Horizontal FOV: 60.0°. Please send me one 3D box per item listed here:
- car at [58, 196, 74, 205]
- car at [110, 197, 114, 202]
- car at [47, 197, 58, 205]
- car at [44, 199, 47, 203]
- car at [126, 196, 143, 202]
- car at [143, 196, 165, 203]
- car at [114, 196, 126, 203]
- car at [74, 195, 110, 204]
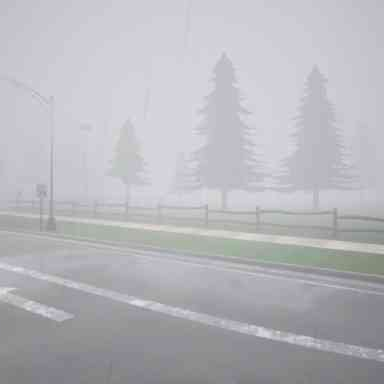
[{"bbox_3d":[-19.622,1.594,56.279,1.895,1.301,4.718,0,0,35],"label":"car"},{"bbox_3d":[-16.296,1.513,73.037,1.812,1.442,4.674,0,0,35],"label":"car"},{"bbox_3d":[-22.389,1.518,58.409,1.812,1.442,4.674,0,0,35],"label":"car"},{"bbox_3d":[-25.105,1.556,60.602,1.994,1.385,4.181,0,0,35],"label":"car"},{"bbox_3d":[-10.809,1.517,68.670,1.812,1.442,4.674,0,0,35],"label":"car"},{"bbox_3d":[-7.297,1.558,67.600,1.994,1.385,4.181,0,0,35],"label":"car"},{"bbox_3d":[-13.556,1.515,70.849,2.128,1.511,4.902,0,0,35],"label":"car"},{"bbox_3d":[-16.402,1.346,54.778,2.097,1.767,4.553,0,0,35],"label":"car"}]
